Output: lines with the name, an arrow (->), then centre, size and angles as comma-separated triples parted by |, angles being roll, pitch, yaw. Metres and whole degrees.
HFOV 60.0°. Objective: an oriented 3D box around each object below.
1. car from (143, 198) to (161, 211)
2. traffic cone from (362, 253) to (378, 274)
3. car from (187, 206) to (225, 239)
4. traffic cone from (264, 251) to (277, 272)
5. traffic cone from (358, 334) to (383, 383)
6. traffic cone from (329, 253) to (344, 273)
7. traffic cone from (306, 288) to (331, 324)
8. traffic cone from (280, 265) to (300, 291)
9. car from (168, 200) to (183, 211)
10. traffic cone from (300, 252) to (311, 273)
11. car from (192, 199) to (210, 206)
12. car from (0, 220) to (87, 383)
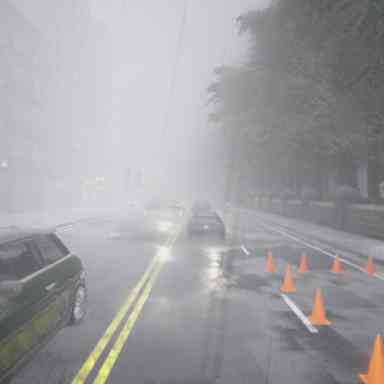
car -> -5.488, 1.619, 46.258 | 2.097, 1.767, 4.553 | 1, -1, 1
traffic cone -> 5.368, 2.141, 10.011 | 0.340, 0.580, 0.340 | 1, 0, 1
car -> 0.742, 1.724, 18.383 | 1.994, 1.385, 4.181 | 1, 0, 1
traffic cone -> 2.369, 2.083, 10.059 | 0.340, 0.580, 0.340 | 1, 0, 1
traffic cone -> 2.273, 2.033, 4.060 | 0.340, 0.580, 0.340 | 1, 0, 1
traffic cone -> 4.368, 2.122, 10.027 | 0.340, 0.580, 0.340 | 1, 0, 1
traffic cone -> 2.305, 2.050, 6.059 | 0.340, 0.580, 0.340 | 1, 0, 1
traffic cone -> 2.337, 2.066, 8.059 | 0.340, 0.580, 0.340 | 1, 0, 1
car -> -2.251, 1.803, 45.749 | 1.882, 1.535, 5.008 | 1, 0, 1
traffic cone -> 3.369, 2.102, 10.043 | 0.340, 0.580, 0.340 | 1, 0, 1
car -> 1.064, 1.681, 38.484 | 2.097, 1.767, 4.553 | 1, 0, 1
car -> -2.933, 1.327, 4.029 | 2.097, 1.767, 4.553 | 1, 0, 1
